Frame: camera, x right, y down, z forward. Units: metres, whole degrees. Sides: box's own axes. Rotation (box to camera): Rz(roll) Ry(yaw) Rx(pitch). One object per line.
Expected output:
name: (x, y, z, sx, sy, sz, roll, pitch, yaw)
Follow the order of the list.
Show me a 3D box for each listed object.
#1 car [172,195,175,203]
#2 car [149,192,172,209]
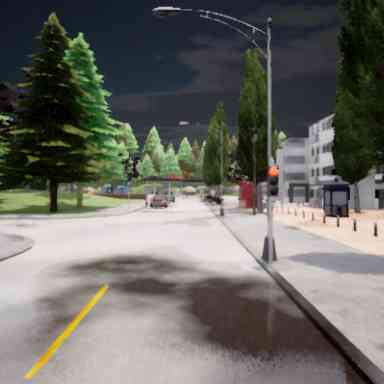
car: (-4.009, 1.184, 58.731, 2.128, 1.511, 4.902, 0, 0, 1)
car: (-4.080, 1.133, 41.869, 2.097, 1.767, 4.553, 0, 0, 0)
